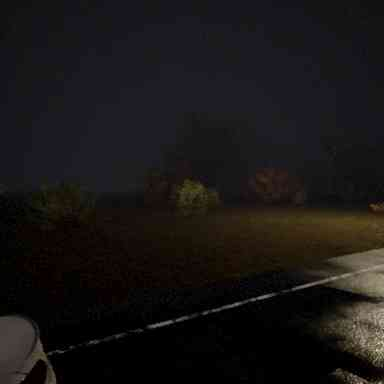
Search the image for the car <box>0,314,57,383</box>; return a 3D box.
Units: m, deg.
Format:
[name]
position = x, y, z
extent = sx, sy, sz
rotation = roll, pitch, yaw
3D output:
[car]
position = -3.206, 1.526, 1.707
extent = 4.674, 1.442, 1.812
rotation = 0, 0, -35
